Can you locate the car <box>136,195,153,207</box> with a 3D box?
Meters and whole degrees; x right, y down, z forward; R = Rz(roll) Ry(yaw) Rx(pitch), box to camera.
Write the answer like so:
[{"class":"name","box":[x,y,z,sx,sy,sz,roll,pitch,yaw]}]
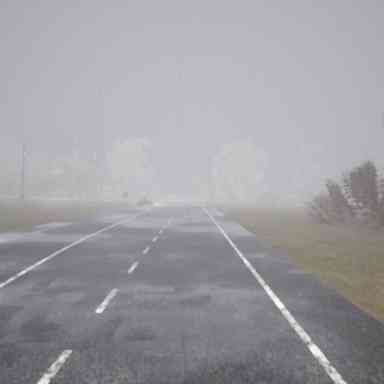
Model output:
[{"class":"car","box":[-7.228,1.255,50.338,2.097,1.767,4.553,-8,0,0]}]
